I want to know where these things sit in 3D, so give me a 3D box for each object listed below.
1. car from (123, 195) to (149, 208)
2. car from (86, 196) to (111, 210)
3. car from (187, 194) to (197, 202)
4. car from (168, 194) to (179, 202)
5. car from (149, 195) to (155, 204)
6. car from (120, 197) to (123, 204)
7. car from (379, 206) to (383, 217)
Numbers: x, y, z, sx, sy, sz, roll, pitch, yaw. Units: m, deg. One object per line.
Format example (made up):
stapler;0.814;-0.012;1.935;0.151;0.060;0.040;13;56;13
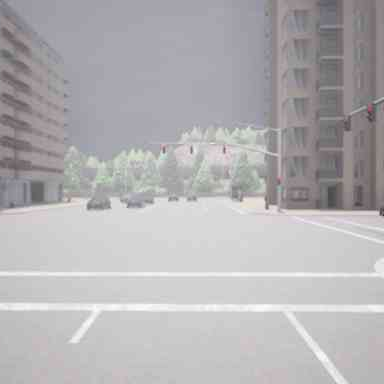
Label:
car;-7.078;1.214;42.259;1.837;1.490;4.892;0;0;0
car;-10.591;1.242;38.062;1.837;1.490;4.892;0;1;0
car;-0.009;1.055;63.626;2.128;1.511;4.902;0;0;0
car;-3.509;1.089;63.625;1.812;1.442;4.674;0;0;0
car;-7.064;1.205;52.301;1.994;1.385;4.181;0;0;1
car;-10.553;1.151;54.530;1.812;1.442;4.674;0;0;0
car;16.930;1.304;25.242;5.008;1.535;1.882;0;0;1
